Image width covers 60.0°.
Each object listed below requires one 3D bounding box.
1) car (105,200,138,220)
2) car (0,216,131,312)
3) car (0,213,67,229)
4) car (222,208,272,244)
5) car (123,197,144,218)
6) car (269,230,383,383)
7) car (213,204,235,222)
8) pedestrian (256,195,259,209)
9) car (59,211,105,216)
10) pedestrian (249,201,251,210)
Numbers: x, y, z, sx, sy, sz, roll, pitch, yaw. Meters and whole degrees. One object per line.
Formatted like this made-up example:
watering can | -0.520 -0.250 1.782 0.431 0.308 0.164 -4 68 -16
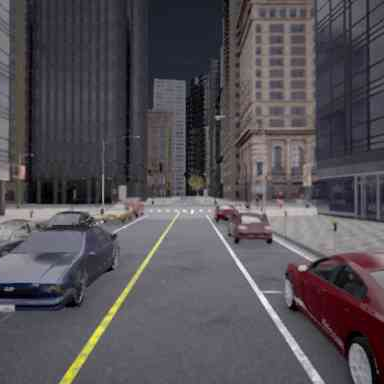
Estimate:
car | -5.848 1.624 26.602 1.752 1.417 4.829 0 0 0
car | -3.102 1.570 8.233 2.033 1.411 5.357 0 0 0
car | -5.849 1.580 10.395 2.008 1.369 4.403 1 0 0
car | 2.675 1.632 15.849 1.802 1.307 4.206 0 0 0
car | -5.846 1.443 32.233 2.192 1.841 5.009 0 0 0
car | 2.675 1.558 4.930 1.887 1.381 4.507 1 0 0
car | 2.677 1.644 26.769 1.887 1.381 4.507 0 0 0
pedestrian | 8.140 1.243 41.504 0.375 1.860 0.375 0 -1 0
car | -5.849 1.616 15.854 1.947 1.339 4.313 1 0 0
pedestrian | 7.140 1.291 40.904 0.375 1.860 0.375 0 -1 0
